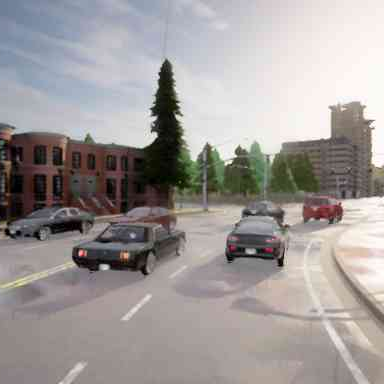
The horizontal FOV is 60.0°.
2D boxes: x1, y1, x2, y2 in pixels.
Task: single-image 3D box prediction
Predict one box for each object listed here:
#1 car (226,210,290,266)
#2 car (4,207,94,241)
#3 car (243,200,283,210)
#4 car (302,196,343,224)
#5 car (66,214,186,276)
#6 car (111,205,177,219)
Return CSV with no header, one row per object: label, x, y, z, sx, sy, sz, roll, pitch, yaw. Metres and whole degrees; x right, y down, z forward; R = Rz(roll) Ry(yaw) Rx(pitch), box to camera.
car,2.440,1.575,11.873,1.812,1.442,4.674,0,0,18
car,-7.036,1.516,16.955,2.128,1.511,4.902,0,0,21
car,5.420,1.455,24.908,2.097,1.767,4.553,0,0,32
car,10.359,1.350,26.218,2.150,2.045,5.566,0,0,33
car,-1.635,1.628,10.586,1.895,1.301,4.718,0,0,15
car,-2.610,1.537,18.657,1.882,1.535,5.008,0,0,25
